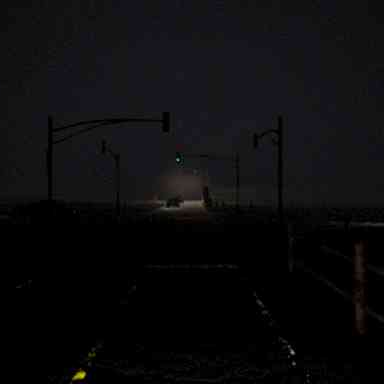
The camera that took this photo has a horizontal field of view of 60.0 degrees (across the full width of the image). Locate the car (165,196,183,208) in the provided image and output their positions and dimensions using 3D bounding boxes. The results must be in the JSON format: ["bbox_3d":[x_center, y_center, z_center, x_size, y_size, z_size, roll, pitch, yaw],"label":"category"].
[{"bbox_3d":[-2.787,1.598,49.182,2.033,1.411,5.357,0,0,1],"label":"car"}]

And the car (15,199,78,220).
[{"bbox_3d":[-11.582,1.317,26.422,5.008,1.535,1.882,1,-1,12],"label":"car"}]
